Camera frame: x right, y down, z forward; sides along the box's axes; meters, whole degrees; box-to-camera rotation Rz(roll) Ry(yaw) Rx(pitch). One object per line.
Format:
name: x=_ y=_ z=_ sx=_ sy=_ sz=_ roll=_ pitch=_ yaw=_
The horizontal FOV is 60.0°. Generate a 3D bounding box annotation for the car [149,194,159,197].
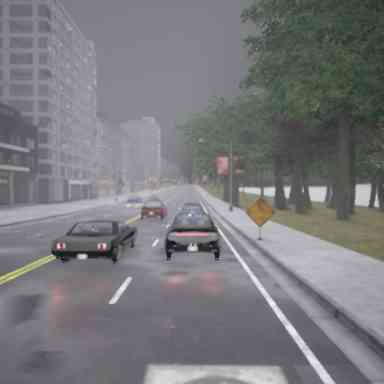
car: x=-6.569 y=1.210 z=56.937 sx=1.837 sy=1.490 sz=4.892 roll=0 pitch=1 yaw=0

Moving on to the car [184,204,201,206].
car: x=0.021 y=1.585 z=25.493 sx=2.033 sy=1.411 sz=5.357 roll=0 pitch=0 yaw=1

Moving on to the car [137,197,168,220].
car: x=-3.201 y=1.509 z=28.798 sx=1.882 sy=1.535 sz=5.008 roll=0 pitch=1 yaw=0

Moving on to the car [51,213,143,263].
car: x=-3.211 y=1.623 z=12.028 sx=1.895 sy=1.301 sz=4.718 roll=0 pitch=0 yaw=1

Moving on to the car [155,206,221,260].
car: x=0.043 y=1.514 z=12.520 sx=2.128 sy=1.511 sz=4.902 roll=0 pitch=0 yaw=0

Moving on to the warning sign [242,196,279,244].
warning sign: x=2.861 y=1.140 z=13.944 sx=1.300 sy=1.860 sz=1.060 roll=1 pitch=1 yaw=0

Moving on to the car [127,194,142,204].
car: x=-9.816 y=1.184 z=56.903 sx=1.882 sy=1.535 sz=5.008 roll=0 pitch=1 yaw=0
